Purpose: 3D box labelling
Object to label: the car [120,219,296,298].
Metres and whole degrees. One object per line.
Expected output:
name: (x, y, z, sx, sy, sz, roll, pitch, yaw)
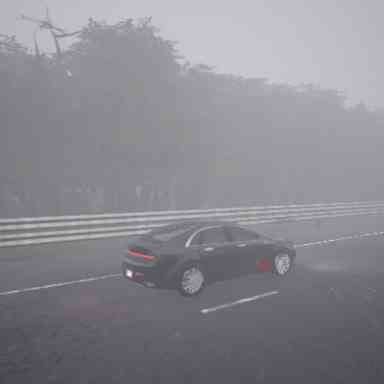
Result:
car: (0.625, 1.467, 8.493, 4.892, 1.490, 1.837, -1, 0, -36)
